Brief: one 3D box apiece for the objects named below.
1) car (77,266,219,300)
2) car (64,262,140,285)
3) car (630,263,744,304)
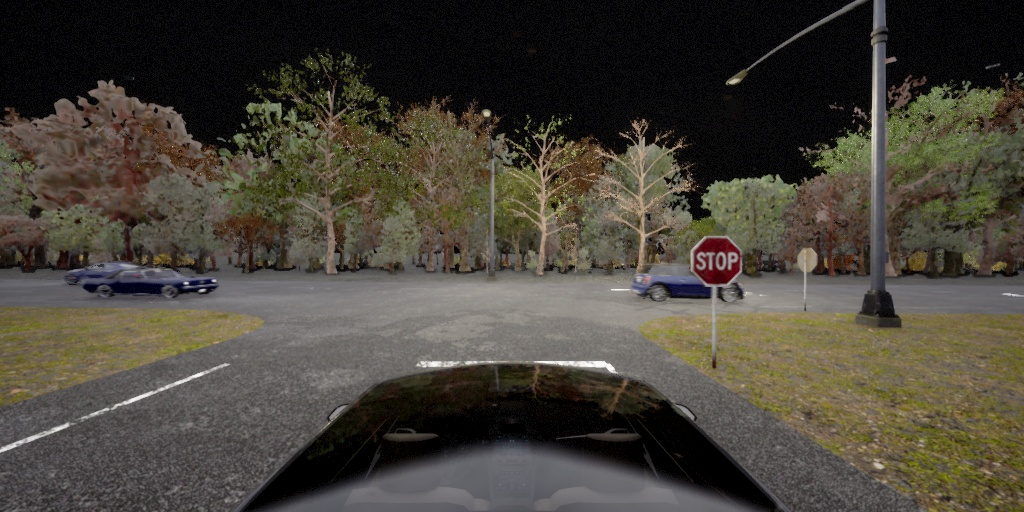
[{"bbox_3d":[-16.399,1.252,16.474,4.718,1.301,1.895,0,0,1],"label":"car"},{"bbox_3d":[-26.535,1.114,23.703,4.674,1.442,1.812,0,0,1],"label":"car"},{"bbox_3d":[7.872,1.138,16.266,4.553,1.767,2.097,0,0,0],"label":"car"}]
